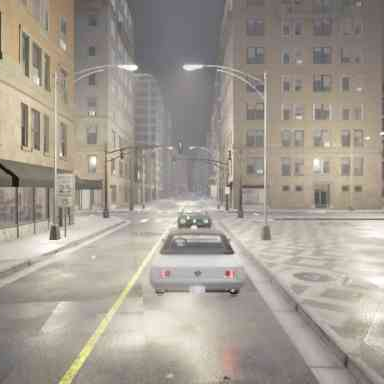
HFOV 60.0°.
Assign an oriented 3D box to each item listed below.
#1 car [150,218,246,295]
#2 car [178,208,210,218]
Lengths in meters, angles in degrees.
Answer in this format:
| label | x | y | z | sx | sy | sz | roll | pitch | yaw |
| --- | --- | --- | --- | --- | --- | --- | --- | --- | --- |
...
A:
| label | x | y | z | sx | sy | sz | roll | pitch | yaw |
| --- | --- | --- | --- | --- | --- | --- | --- | --- | --- |
| car | 0.111 | 1.604 | 8.668 | 1.895 | 1.301 | 4.718 | 0 | 0 | 0 |
| car | 0.087 | 1.607 | 20.083 | 1.895 | 1.301 | 4.718 | 0 | 0 | -1 |
